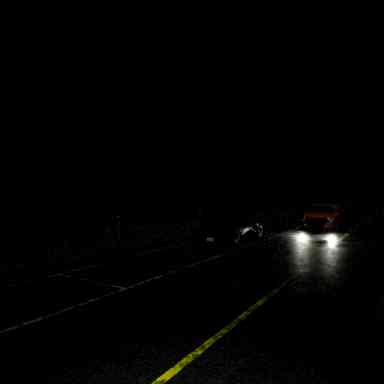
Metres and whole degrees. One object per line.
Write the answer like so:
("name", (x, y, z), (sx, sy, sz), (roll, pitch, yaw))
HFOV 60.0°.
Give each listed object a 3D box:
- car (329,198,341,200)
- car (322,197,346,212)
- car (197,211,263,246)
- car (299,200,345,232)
("car", (13.638, 1.567, 34.135), (1.947, 1.339, 4.313), (0, 0, 32))
("car", (16.573, 1.441, 38.816), (1.967, 1.590, 4.097), (0, 0, 32))
("car", (1.897, 1.566, 15.411), (1.947, 1.339, 4.313), (0, 0, 32))
("car", (8.250, 1.478, 20.709), (1.882, 1.535, 5.008), (0, 0, 32))
